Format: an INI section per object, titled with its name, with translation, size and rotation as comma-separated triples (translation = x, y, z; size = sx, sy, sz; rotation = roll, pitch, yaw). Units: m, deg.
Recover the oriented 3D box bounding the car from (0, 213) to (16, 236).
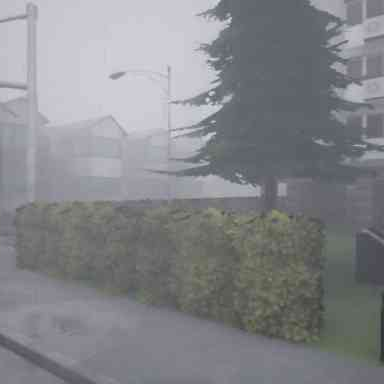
[car]
translation = -10.530, 1.771, 17.264
size = 1.895, 1.301, 4.718
rotation = 0, 0, 35
